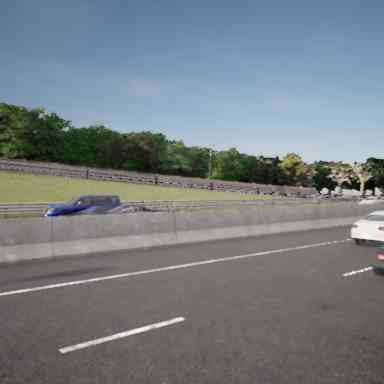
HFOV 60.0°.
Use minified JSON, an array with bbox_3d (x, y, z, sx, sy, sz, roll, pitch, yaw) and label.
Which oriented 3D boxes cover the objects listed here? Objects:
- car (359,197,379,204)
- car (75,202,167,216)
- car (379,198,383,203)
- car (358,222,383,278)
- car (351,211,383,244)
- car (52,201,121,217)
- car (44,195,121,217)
[{"bbox_3d":[26.362,1.495,48.712,4.674,1.442,1.812,0,0,-35],"label":"car"},{"bbox_3d":[-3.610,1.499,18.635,4.902,1.511,2.128,0,0,-36],"label":"car"},{"bbox_3d":[28.379,1.444,45.858,5.008,1.535,1.882,0,0,-35],"label":"car"},{"bbox_3d":[6.753,1.546,8.593,5.357,1.411,2.033,0,0,-36],"label":"car"},{"bbox_3d":[8.656,1.523,14.266,4.674,1.442,1.812,0,0,-36],"label":"car"},{"bbox_3d":[-5.765,1.557,21.396,5.357,1.411,2.033,0,0,-36],"label":"car"},{"bbox_3d":[-7.728,1.233,24.296,5.566,2.045,2.150,0,0,-36],"label":"car"}]
